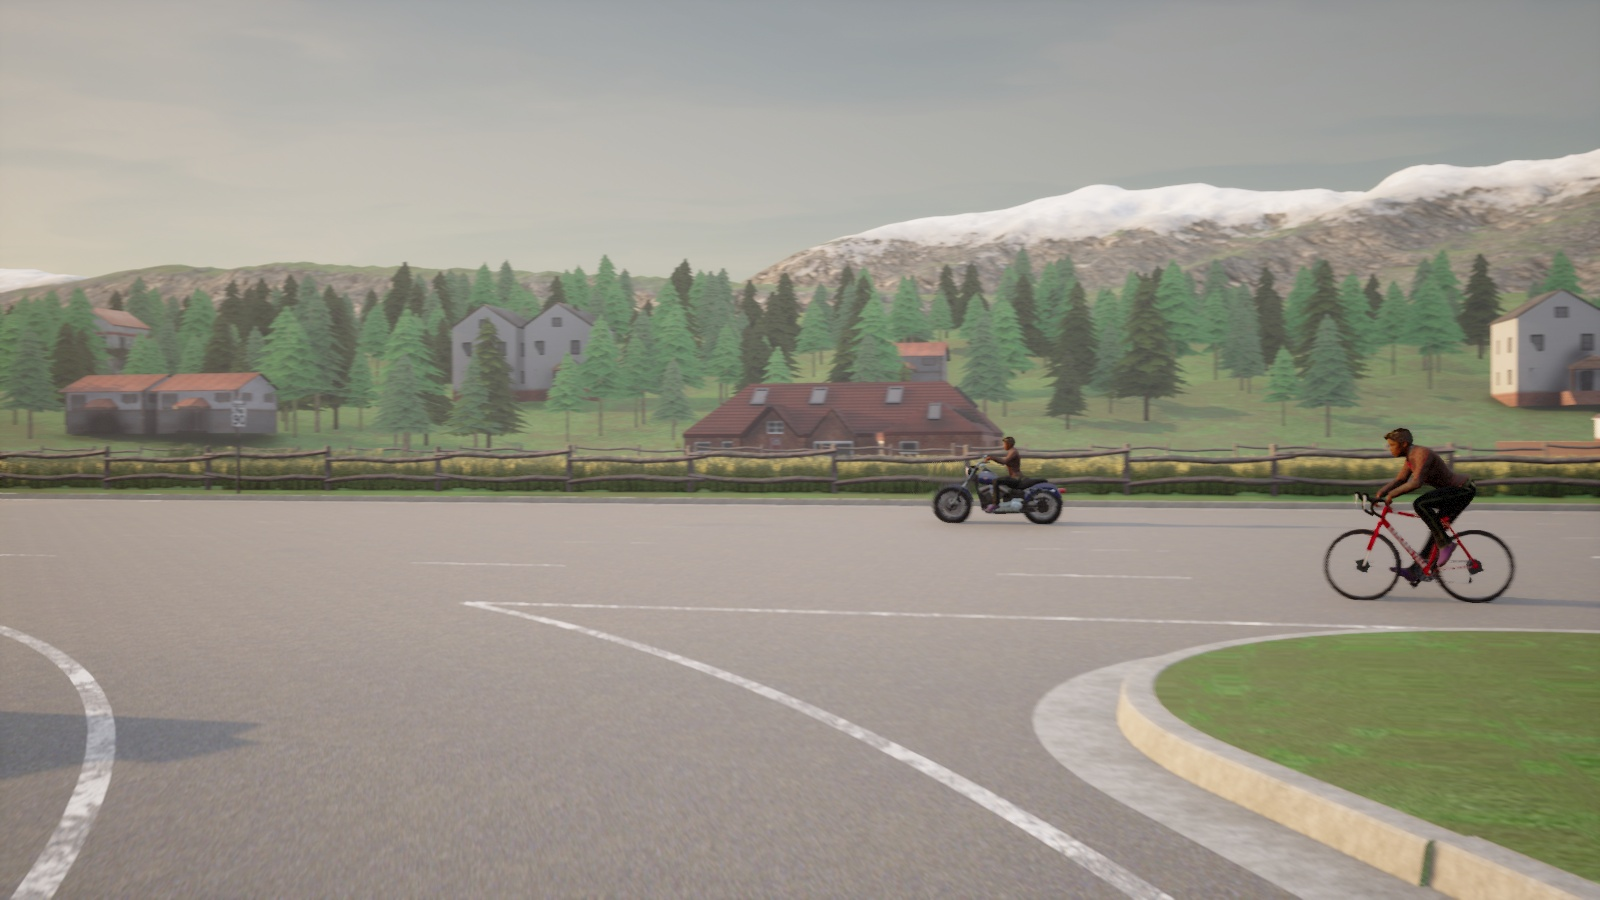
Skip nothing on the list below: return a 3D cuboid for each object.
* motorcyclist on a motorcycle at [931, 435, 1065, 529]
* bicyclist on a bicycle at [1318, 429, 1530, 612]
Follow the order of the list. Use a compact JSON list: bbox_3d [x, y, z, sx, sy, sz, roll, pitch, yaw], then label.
[{"bbox_3d":[3.602,0.563,22.792,2.350,1.649,0.766,0,0,13],"label":"motorcyclist on a motorcycle"},{"bbox_3d":[5.706,0.627,11.564,1.656,1.620,0.582,0,0,13],"label":"bicyclist on a bicycle"}]
